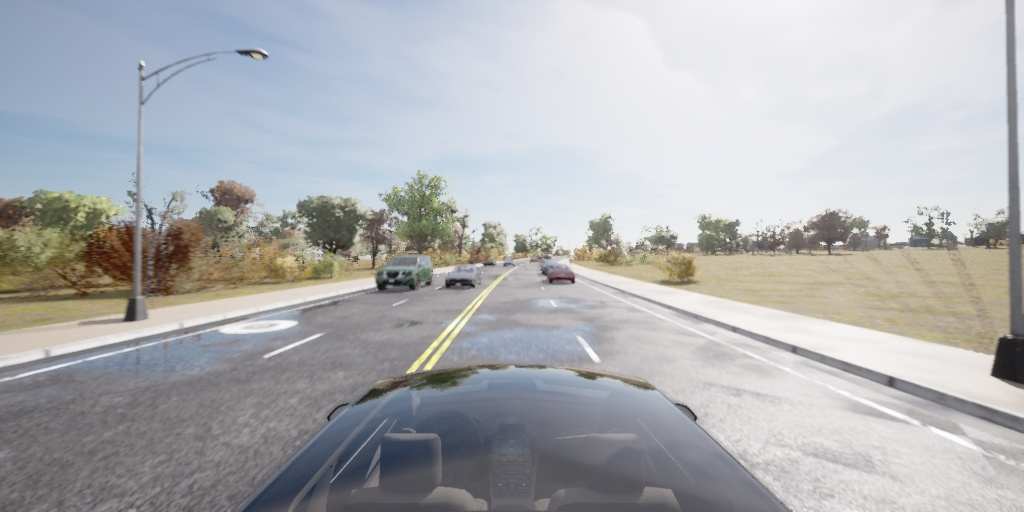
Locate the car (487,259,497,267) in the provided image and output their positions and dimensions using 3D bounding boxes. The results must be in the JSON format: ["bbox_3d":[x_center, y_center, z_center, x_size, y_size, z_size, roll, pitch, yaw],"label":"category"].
[{"bbox_3d":[-3.854,1.257,63.496,1.895,1.301,4.718,0,0,5],"label":"car"}]

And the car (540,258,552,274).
[{"bbox_3d":[4.199,1.252,38.668,1.812,1.442,4.674,0,0,3],"label":"car"}]

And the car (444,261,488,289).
[{"bbox_3d":[-3.017,1.285,23.447,2.033,1.411,5.357,0,0,2],"label":"car"}]

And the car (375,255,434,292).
[{"bbox_3d":[-6.306,0.953,21.812,2.150,2.045,5.566,0,0,2],"label":"car"}]

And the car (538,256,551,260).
[{"bbox_3d":[4.866,1.158,49.764,1.801,1.575,5.366,0,0,4],"label":"car"}]

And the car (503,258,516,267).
[{"bbox_3d":[-0.495,1.176,64.589,1.812,1.442,4.674,0,0,5],"label":"car"}]

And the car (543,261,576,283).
[{"bbox_3d":[3.714,1.308,27.753,1.994,1.385,4.181,0,0,2],"label":"car"}]

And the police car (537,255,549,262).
[{"bbox_3d":[5.686,1.098,60.579,1.930,1.638,5.238,0,0,5],"label":"police car"}]
